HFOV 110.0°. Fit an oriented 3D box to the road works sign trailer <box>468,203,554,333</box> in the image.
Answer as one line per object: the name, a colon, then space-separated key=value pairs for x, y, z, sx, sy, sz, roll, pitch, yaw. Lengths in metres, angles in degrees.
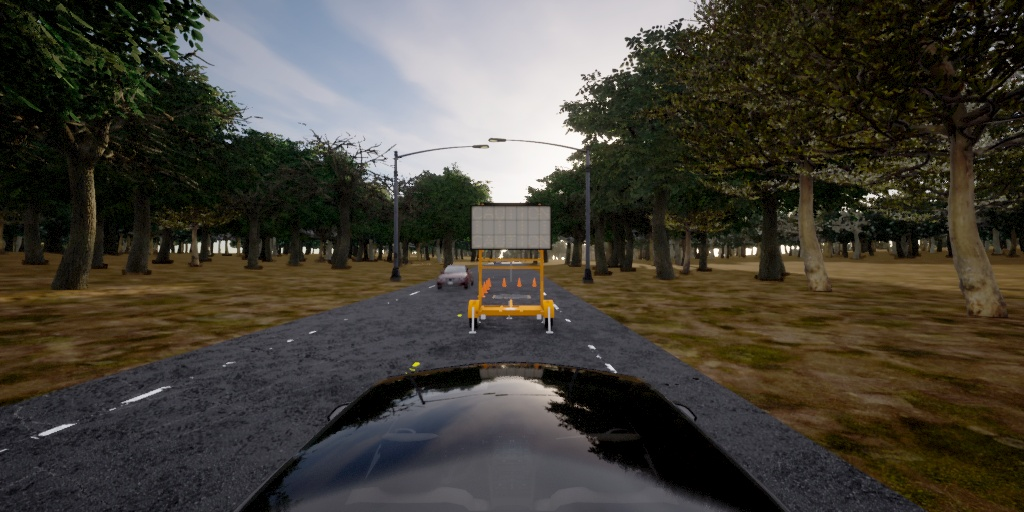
road works sign trailer: x=-0.026 y=0.223 z=10.711 sx=2.380 sy=3.560 sz=2.880 roll=0 pitch=0 yaw=0

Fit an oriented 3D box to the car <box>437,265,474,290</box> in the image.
car: x=-3.526 y=1.301 z=22.881 sx=1.812 sy=1.442 sz=4.674 roll=0 pitch=0 yaw=0
